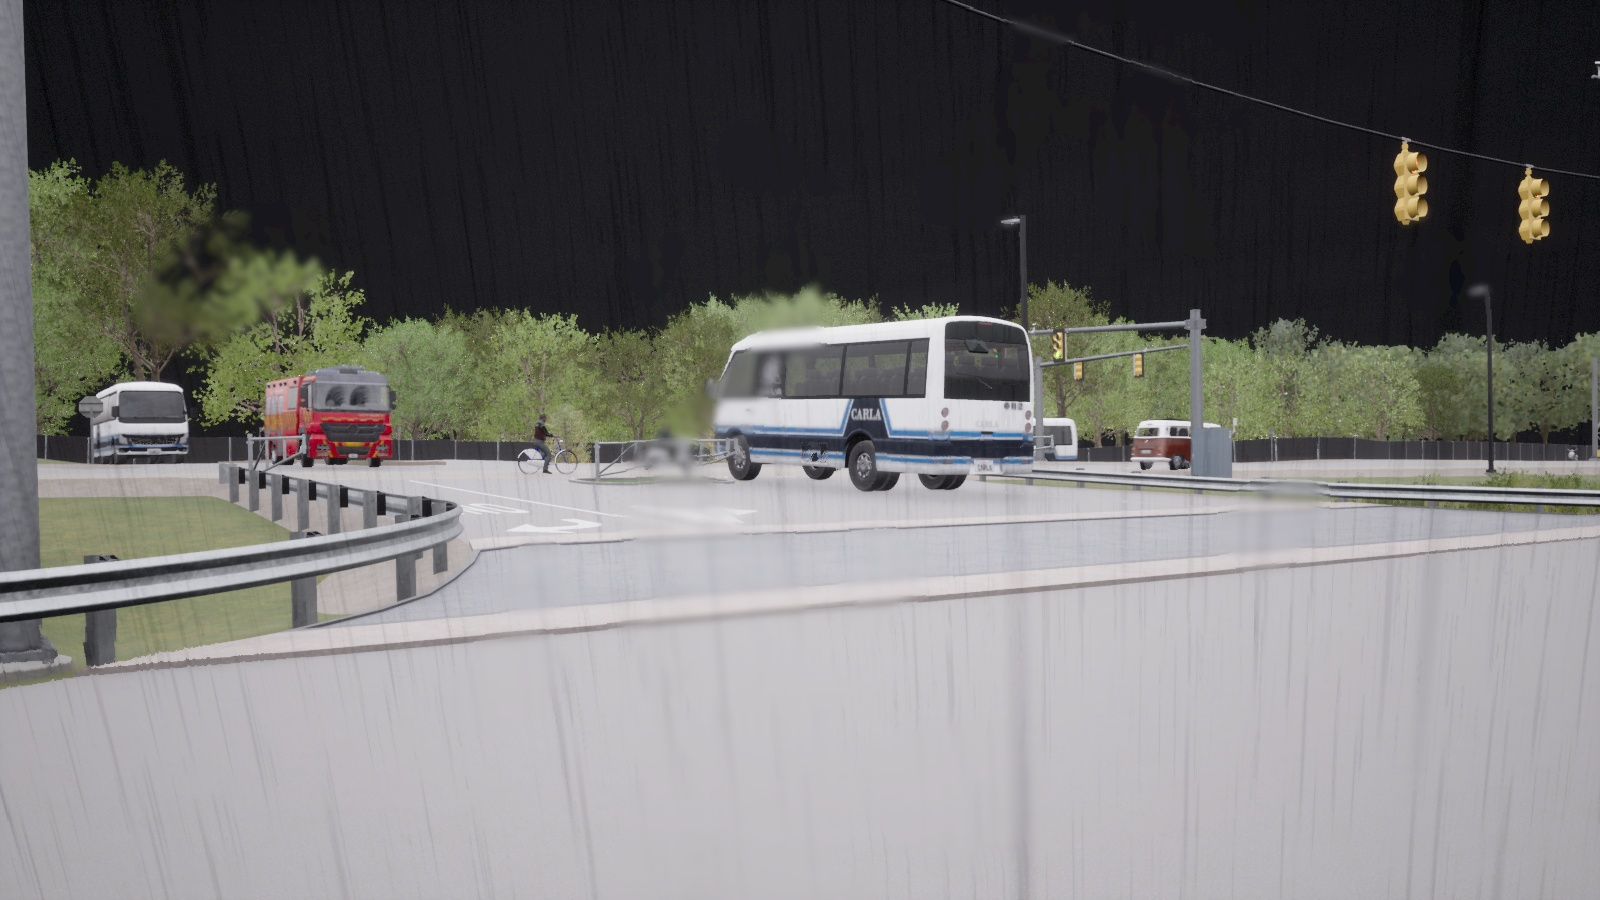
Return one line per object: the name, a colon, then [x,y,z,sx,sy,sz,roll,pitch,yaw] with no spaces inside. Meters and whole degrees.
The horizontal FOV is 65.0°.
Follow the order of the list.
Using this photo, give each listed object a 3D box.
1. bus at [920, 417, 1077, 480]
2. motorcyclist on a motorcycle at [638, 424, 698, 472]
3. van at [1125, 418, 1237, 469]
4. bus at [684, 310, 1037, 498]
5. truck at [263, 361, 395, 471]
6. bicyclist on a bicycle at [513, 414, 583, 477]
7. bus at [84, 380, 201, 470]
bus: [14.135,-0.182,89.532,10.273,4.253,3.944,-1,1,-18]
motorcyclist on a motorcycle: [-4.443,-0.054,42.384,1.817,1.590,0.866,0,0,-34]
van: [15.738,-0.251,51.798,4.480,2.038,2.069,0,0,-34]
bus: [1.187,-1.168,33.830,3.944,4.253,10.273,0,1,-35]
truck: [-18.180,-1.194,48.103,2.891,3.827,8.468,0,0,-34]
bicyclist on a bicycle: [-7.273,-0.128,36.229,1.843,1.776,0.659,0,2,-34]
bus: [-34.461,-1.158,65.551,3.944,4.253,10.273,-1,-1,-36]
